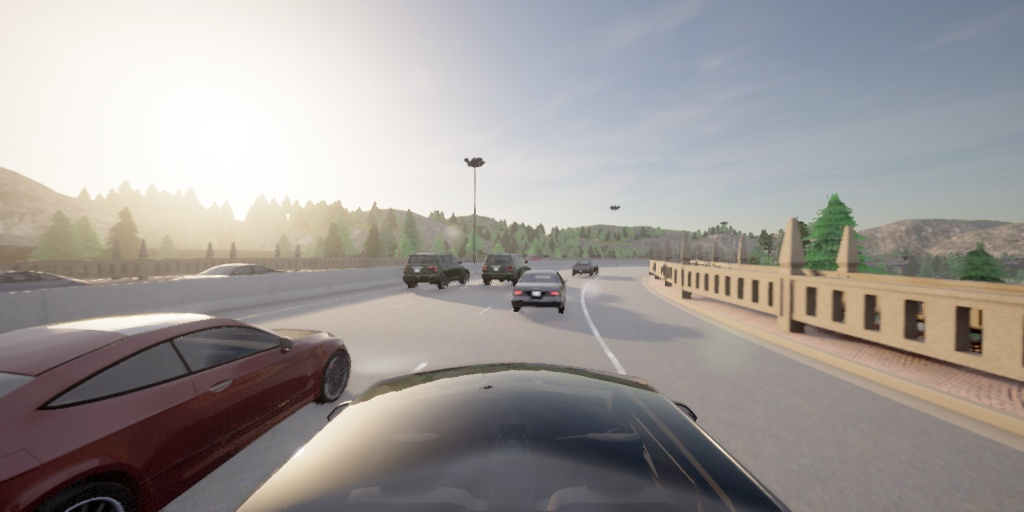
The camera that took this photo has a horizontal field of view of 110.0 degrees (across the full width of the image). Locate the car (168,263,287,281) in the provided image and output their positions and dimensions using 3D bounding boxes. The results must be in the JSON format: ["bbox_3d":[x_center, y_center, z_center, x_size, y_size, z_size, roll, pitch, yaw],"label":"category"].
[{"bbox_3d":[-12.710,1.086,16.368,1.882,1.535,5.008,0,0,10],"label":"car"}]

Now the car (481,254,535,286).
[{"bbox_3d":[-0.273,0.861,23.727,2.150,2.045,5.566,0,0,15],"label":"car"}]

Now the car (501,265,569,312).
[{"bbox_3d":[1.158,1.235,13.851,2.033,1.411,5.357,0,0,9],"label":"car"}]

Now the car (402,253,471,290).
[{"bbox_3d":[-4.417,0.851,21.538,2.150,2.045,5.566,0,0,13],"label":"car"}]

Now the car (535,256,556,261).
[{"bbox_3d":[5.843,1.133,60.119,1.837,1.490,4.892,0,0,37],"label":"car"}]

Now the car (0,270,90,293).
[{"bbox_3d":[-16.849,1.166,11.707,1.994,1.385,4.181,0,0,7],"label":"car"}]

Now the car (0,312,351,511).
[{"bbox_3d":[-3.281,1.246,3.280,1.812,1.442,4.674,0,0,1],"label":"car"}]

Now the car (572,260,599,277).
[{"bbox_3d":[7.010,1.126,33.919,2.128,1.511,4.902,0,0,23],"label":"car"}]
